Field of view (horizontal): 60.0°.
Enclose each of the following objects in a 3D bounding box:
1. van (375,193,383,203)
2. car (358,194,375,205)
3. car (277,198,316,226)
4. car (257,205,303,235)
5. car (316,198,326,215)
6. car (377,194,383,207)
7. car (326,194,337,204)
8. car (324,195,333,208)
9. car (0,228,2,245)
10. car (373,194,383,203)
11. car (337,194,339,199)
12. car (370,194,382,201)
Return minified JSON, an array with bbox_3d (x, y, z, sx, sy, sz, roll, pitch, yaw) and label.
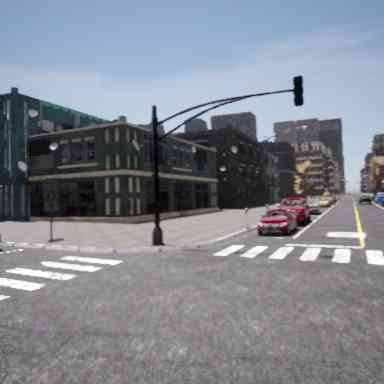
[{"bbox_3d":[31.782,1.033,55.565,1.690,1.788,3.998,-2,-1,26],"label":"van"},{"bbox_3d":[28.202,1.288,54.321,1.837,1.490,4.892,-2,-1,26],"label":"car"},{"bbox_3d":[7.387,1.372,24.179,2.192,1.841,5.009,-2,-1,26],"label":"car"},{"bbox_3d":[4.987,1.653,19.175,1.802,1.307,4.206,-2,-1,26],"label":"car"},{"bbox_3d":[12.206,1.578,34.182,2.008,1.369,4.403,-2,-1,26],"label":"car"},{"bbox_3d":[26.975,1.286,45.559,1.947,1.339,4.313,-2,-1,26],"label":"car"},{"bbox_3d":[24.238,1.507,59.193,2.008,1.369,4.403,-2,-1,26],"label":"car"},{"bbox_3d":[19.351,1.511,49.036,1.752,1.417,4.829,-2,-1,26],"label":"car"},{"bbox_3d":[-10.218,1.835,14.287,4.507,1.381,1.887,-1,-1,25],"label":"car"},{"bbox_3d":[34.267,1.202,60.719,1.752,1.417,4.829,-2,-1,26],"label":"car"},{"bbox_3d":[26.638,1.257,64.198,2.192,1.841,5.009,-2,-1,26],"label":"car"},{"bbox_3d":[39.006,1.216,70.571,1.947,1.339,4.313,-2,-1,26],"label":"car"}]
